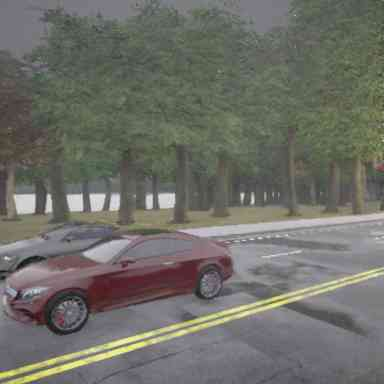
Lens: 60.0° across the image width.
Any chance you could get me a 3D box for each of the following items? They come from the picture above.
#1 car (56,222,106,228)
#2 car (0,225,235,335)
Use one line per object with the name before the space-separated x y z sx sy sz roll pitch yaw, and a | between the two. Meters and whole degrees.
car | -3.245 1.554 9.347 4.181 1.385 1.994 0 0 -35
car | -1.176 1.516 6.833 4.674 1.442 1.812 0 0 -35
